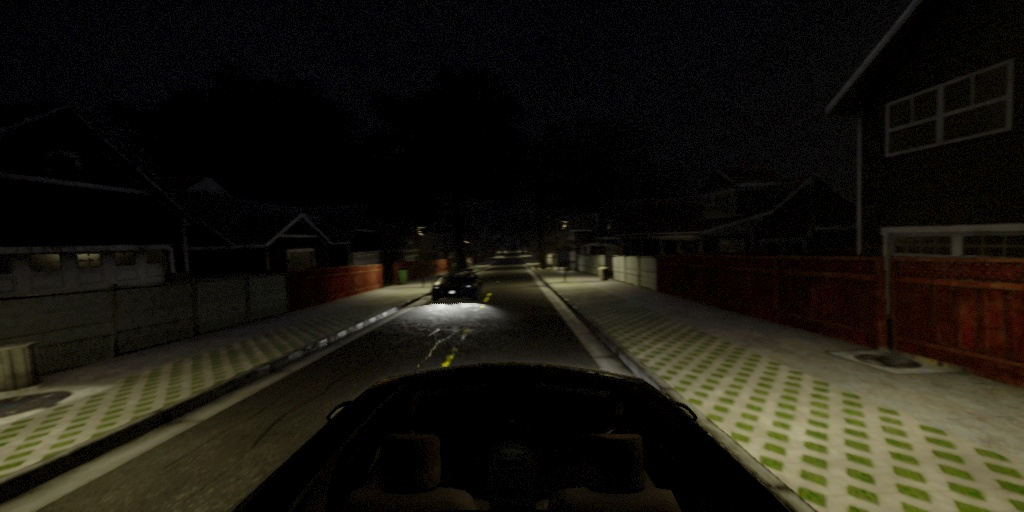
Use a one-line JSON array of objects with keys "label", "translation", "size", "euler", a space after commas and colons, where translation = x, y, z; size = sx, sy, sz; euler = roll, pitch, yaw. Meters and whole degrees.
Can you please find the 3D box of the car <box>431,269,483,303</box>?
[{"label": "car", "translation": [-2.533, 1.330, 17.193], "size": [1.994, 1.385, 4.181], "euler": [-2, 0, 1]}]
